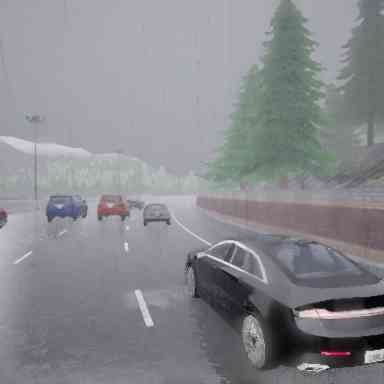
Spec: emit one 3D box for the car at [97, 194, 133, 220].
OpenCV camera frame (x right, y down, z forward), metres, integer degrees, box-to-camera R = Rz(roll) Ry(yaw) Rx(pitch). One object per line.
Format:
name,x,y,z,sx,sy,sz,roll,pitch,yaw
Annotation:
car,-6.521,1.219,28.120,2.150,2.045,5.566,0,0,-6

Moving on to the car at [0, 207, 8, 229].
car,-12.312,1.223,18.513,2.150,2.045,5.566,0,0,-9

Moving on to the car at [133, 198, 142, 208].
car,-7.174,1.505,42.543,1.837,1.490,4.892,0,0,0

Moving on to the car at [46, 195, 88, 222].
car,-9.931,1.221,26.756,2.150,2.045,5.566,0,0,-6

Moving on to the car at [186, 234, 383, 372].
car,1.257,1.492,5.801,2.128,1.511,4.902,0,0,-16

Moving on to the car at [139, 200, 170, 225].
car,-2.596,1.548,24.257,2.033,1.411,5.357,0,0,-7
